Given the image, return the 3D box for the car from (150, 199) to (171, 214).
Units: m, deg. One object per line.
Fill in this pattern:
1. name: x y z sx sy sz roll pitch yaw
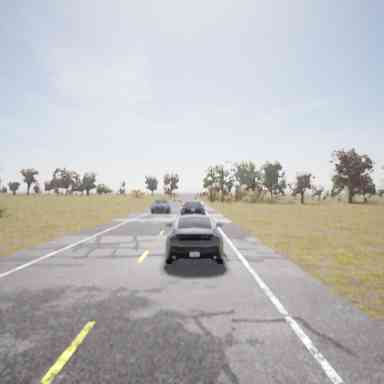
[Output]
1. car: -3.599 1.597 38.890 2.097 1.767 4.553 0 0 0

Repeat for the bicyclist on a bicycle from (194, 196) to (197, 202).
1. bicyclist on a bicycle: 0.945 1.976 93.411 0.659 1.776 1.843 0 0 0

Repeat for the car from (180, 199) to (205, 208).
1. car: 0.087 1.540 29.985 2.097 1.767 4.553 0 0 0

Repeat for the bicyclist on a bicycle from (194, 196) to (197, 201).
1. bicyclist on a bicycle: 0.942 1.985 84.413 0.866 1.612 1.509 0 0 0

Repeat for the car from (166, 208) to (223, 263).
1. car: 0.086 1.583 12.234 1.837 1.490 4.892 0 0 0
